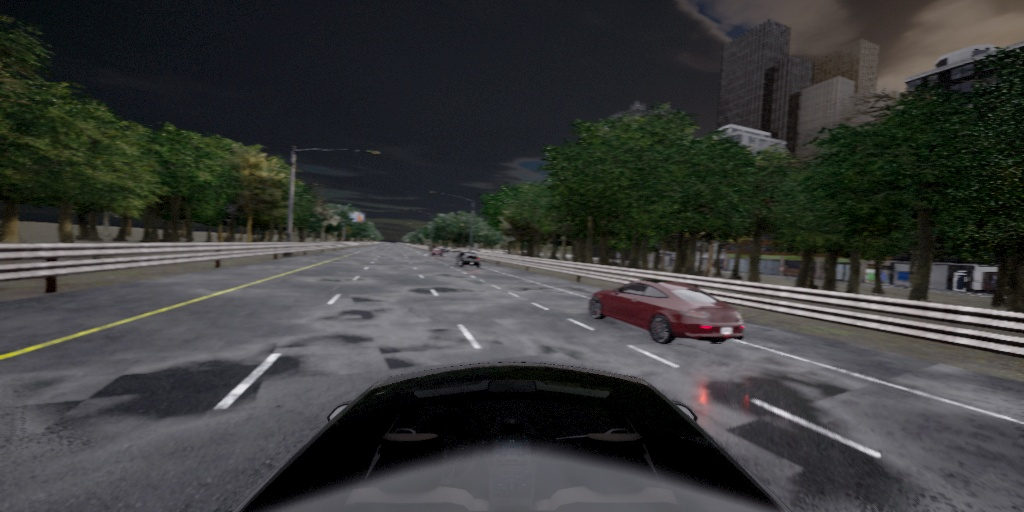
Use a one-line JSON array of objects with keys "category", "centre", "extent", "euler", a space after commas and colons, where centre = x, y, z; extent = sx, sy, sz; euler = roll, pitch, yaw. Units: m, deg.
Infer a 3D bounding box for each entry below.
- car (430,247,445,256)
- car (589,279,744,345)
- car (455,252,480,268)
[{"category": "car", "centre": [-13.279, -0.715, 63.244], "extent": [1.812, 1.442, 4.674], "euler": [3, 1, -14]}, {"category": "car", "centre": [3.965, 1.375, 9.994], "extent": [1.812, 1.442, 4.674], "euler": [3, 1, -18]}, {"category": "car", "centre": [-4.475, 0.344, 35.657], "extent": [1.837, 1.490, 4.892], "euler": [3, 1, -18]}]
